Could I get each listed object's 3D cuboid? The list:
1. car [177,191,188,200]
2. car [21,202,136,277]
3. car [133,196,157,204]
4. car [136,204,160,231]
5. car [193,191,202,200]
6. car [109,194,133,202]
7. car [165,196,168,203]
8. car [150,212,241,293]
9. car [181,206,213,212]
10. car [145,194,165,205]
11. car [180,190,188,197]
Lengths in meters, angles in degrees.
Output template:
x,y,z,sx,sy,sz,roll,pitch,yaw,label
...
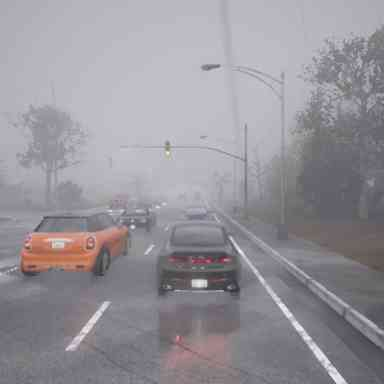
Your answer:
x,y,z,sx,sy,sz,roll,pitch,yaw,label
-2.267,1.055,75.193,1.837,1.490,4.892,0,3,1,car
-3.320,1.357,10.430,2.097,1.767,4.553,0,0,1,car
-6.425,1.589,45.778,1.994,1.385,4.181,0,0,1,car
-3.273,1.612,20.475,1.895,1.301,4.718,0,0,0,car
1.232,1.095,75.129,2.033,1.411,5.357,0,3,1,car
-9.913,1.248,46.278,2.150,2.045,5.566,0,0,1,car
-5.942,1.495,66.663,1.994,1.385,4.181,0,2,2,car
0.163,1.511,8.868,1.837,1.490,4.892,0,0,1,car
0.309,1.537,20.052,1.812,1.442,4.674,0,0,1,car
-6.217,1.509,56.020,1.882,1.535,5.008,0,0,1,car
-2.070,0.388,85.611,1.812,1.442,4.674,0,3,1,car
